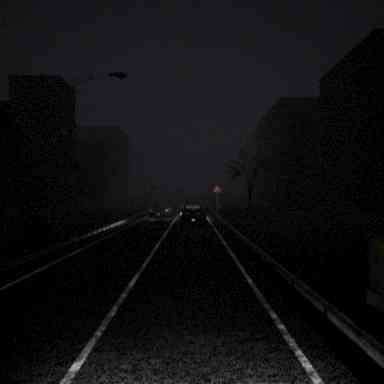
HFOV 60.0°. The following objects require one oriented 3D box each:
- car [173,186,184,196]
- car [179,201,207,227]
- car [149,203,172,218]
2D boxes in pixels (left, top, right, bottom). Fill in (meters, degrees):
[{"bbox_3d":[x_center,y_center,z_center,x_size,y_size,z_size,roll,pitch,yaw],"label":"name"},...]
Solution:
[{"bbox_3d":[-2.993,-0.229,75.488,2.150,2.045,5.566,0,3,0],"label":"car"},{"bbox_3d":[0.091,1.669,24.533,2.128,1.511,4.902,0,-1,0],"label":"car"},{"bbox_3d":[-3.105,1.797,33.159,1.895,1.301,4.718,0,0,0],"label":"car"}]
